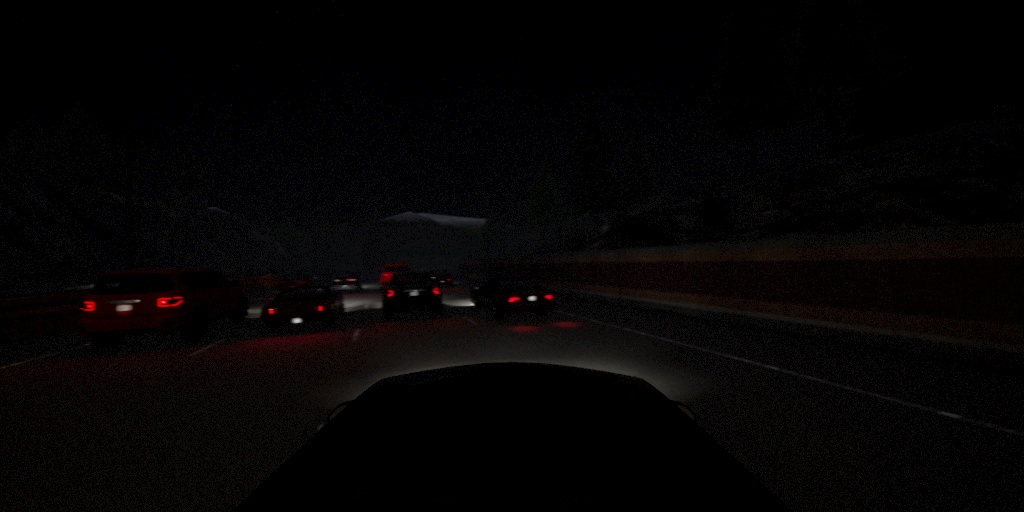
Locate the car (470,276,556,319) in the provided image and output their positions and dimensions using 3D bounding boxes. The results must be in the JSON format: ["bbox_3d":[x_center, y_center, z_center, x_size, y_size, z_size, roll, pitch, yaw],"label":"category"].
[{"bbox_3d":[-0.185,1.473,13.927,2.033,1.411,5.357,-1,-1,-20],"label":"car"}]

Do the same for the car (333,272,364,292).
[{"bbox_3d":[-12.620,1.977,27.650,2.128,1.511,4.902,-1,-1,-19],"label":"car"}]

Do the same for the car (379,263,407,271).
[{"bbox_3d":[-8.985,1.603,27.798,2.150,2.045,5.566,-1,-1,-19],"label":"car"}]

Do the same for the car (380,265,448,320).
[{"bbox_3d":[-4.175,1.406,14.690,2.097,1.767,4.553,-1,-1,-20],"label":"car"}]

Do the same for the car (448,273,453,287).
[{"bbox_3d":[-6.265,1.865,30.701,1.812,1.442,4.674,-1,-1,-19],"label":"car"}]

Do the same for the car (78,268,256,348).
[{"bbox_3d":[-10.407,1.415,11.314,2.150,2.045,5.566,-1,-1,-20],"label":"car"}]

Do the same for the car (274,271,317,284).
[{"bbox_3d":[-16.285,2.070,27.571,1.882,1.535,5.008,-1,0,-19],"label":"car"}]

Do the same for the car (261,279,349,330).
[{"bbox_3d":[-7.277,1.723,12.985,1.895,1.301,4.718,-1,-1,-20],"label":"car"}]
